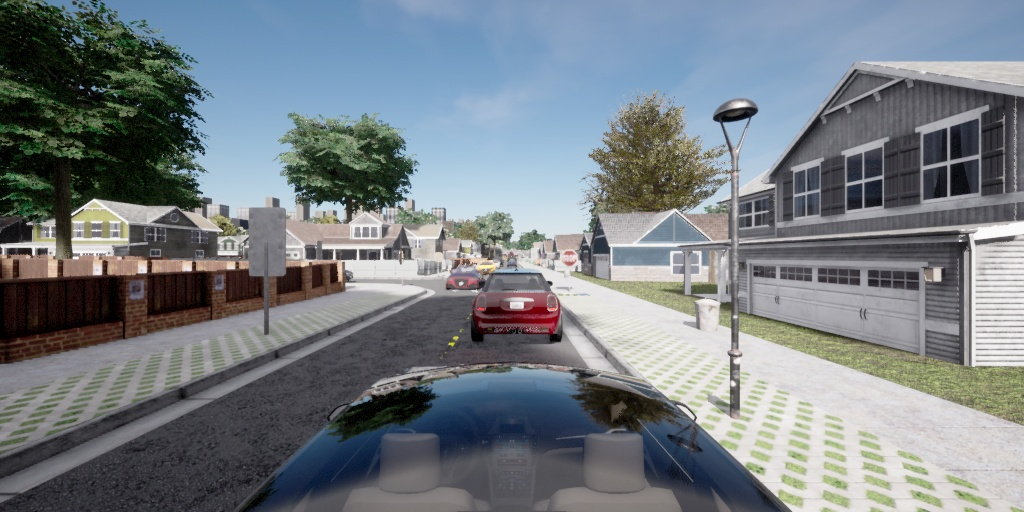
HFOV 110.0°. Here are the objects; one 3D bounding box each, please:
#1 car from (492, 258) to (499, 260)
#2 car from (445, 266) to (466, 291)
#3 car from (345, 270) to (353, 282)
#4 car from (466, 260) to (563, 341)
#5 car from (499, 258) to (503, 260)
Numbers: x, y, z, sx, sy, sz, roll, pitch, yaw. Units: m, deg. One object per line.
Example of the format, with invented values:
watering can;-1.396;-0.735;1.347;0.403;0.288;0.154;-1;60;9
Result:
car;-2.841;1.298;41.353;1.882;1.535;5.008;0;0;0
car;-2.838;1.334;22.087;1.994;1.385;4.181;0;0;0
car;-13.554;1.156;25.060;4.674;1.442;1.812;1;0;2
car;0.103;1.108;10.017;2.097;1.767;4.553;0;0;0
car;-2.831;1.380;55.459;1.812;1.442;4.674;0;0;0
